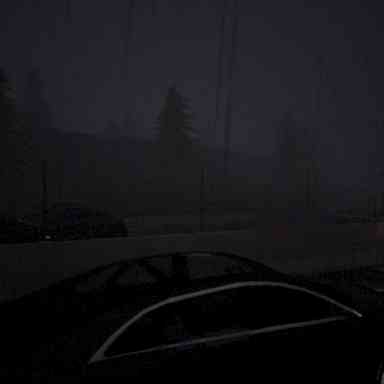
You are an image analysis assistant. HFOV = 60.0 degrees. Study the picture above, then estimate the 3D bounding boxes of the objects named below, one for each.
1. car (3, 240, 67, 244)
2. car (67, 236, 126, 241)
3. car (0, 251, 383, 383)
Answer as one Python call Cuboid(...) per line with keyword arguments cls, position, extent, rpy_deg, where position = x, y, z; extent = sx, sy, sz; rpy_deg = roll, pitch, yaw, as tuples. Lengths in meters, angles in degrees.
Cuboid(cls="car", position=(-5.829, 1.275, 8.528), extent=(4.674, 1.442, 1.812), rpy_deg=(0, 1, -24))
Cuboid(cls="car", position=(-4.647, 1.246, 12.926), extent=(4.181, 1.385, 1.994), rpy_deg=(0, 1, -26))
Cuboid(cls="car", position=(0.344, 1.421, 3.443), extent=(4.902, 1.511, 2.128), rpy_deg=(0, 1, -26))
